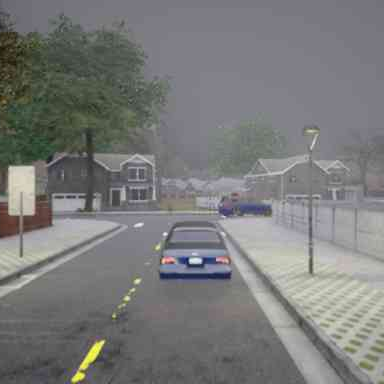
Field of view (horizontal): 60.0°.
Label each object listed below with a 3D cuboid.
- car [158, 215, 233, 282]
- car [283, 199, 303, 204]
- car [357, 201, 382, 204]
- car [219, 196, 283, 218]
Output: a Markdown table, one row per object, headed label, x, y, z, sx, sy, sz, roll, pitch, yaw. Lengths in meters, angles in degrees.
| label | x | y | z | sx | sy | sz | roll | pitch | yaw |
| --- | --- | --- | --- | --- | --- | --- | --- | --- | --- |
| car | 0.074 | 1.589 | 9.911 | 2.033 | 1.411 | 5.357 | 0 | 0 | 0 |
| car | 9.586 | 1.535 | 34.710 | 4.553 | 1.767 | 2.097 | 0 | 0 | -13 |
| car | 19.551 | 1.750 | 37.032 | 4.892 | 1.490 | 1.837 | 0 | 0 | -15 |
| car | 5.233 | 1.366 | 31.120 | 5.566 | 2.045 | 2.150 | 0 | -2 | -19 |
